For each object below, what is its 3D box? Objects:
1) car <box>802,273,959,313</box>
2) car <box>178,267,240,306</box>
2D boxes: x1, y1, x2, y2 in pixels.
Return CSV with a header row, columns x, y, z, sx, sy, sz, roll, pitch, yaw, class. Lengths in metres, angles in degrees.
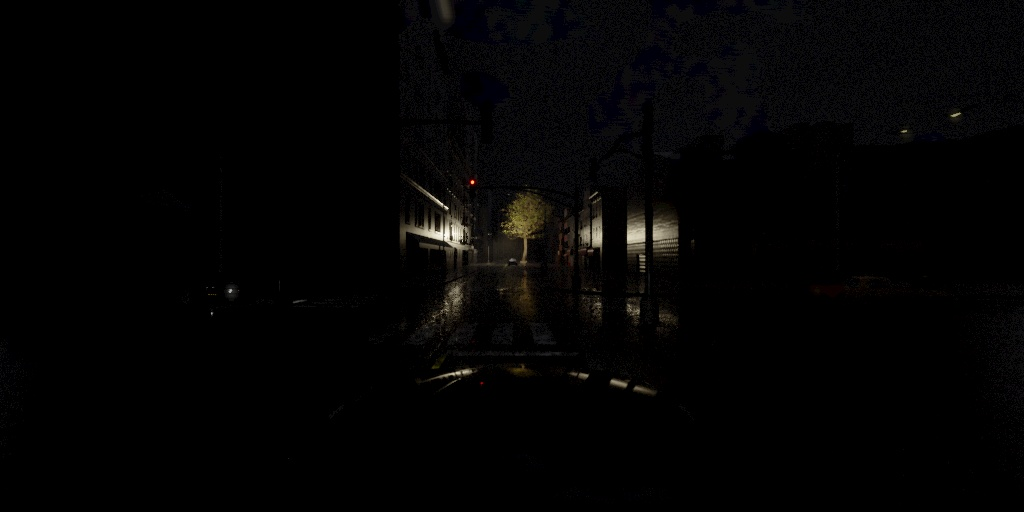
x,y,z,sx,sy,sz,roll,pitch,yaw,class
13.898,1.346,13.625,4.829,1.417,1.751,0,0,0,car
-13.764,1.177,14.499,4.892,1.490,1.837,0,0,0,car
